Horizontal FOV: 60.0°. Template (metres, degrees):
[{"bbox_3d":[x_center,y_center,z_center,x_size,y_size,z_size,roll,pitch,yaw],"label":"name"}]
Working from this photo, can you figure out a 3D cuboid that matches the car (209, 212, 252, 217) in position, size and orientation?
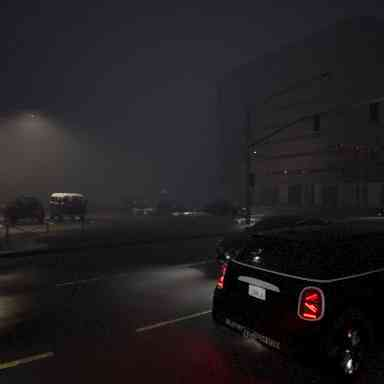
[{"bbox_3d":[2.947,1.504,10.415,4.892,1.490,1.837,0,0,-36],"label":"car"}]

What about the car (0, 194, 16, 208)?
[{"bbox_3d":[-31.719,1.209,56.462,1.932,1.855,4.605,0,0,-35],"label":"car"}]

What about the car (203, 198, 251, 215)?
[{"bbox_3d":[3.168,1.603,31.431,2.033,1.411,5.357,0,0,-35],"label":"car"}]

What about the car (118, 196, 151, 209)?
[{"bbox_3d":[-8.287,1.407,47.579,2.097,1.767,4.553,0,0,-35],"label":"car"}]

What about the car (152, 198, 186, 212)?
[{"bbox_3d":[-2.525,1.581,39.464,1.812,1.442,4.674,0,0,-36],"label":"car"}]

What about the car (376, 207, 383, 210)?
[{"bbox_3d":[19.541,1.580,30.034,5.357,1.411,2.033,0,0,-2],"label":"car"}]

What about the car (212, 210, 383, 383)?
[{"bbox_3d":[2.601,1.352,5.658,4.553,1.767,2.097,0,0,-35],"label":"car"}]

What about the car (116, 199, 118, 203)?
[{"bbox_3d":[-13.960,1.619,67.980,1.994,1.385,4.181,0,0,-35],"label":"car"}]

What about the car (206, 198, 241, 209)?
[{"bbox_3d":[4.442,1.603,48.108,2.033,1.411,5.357,0,0,-35],"label":"car"}]
